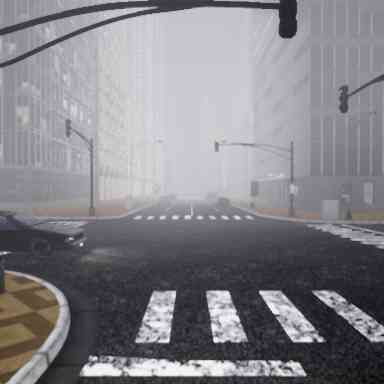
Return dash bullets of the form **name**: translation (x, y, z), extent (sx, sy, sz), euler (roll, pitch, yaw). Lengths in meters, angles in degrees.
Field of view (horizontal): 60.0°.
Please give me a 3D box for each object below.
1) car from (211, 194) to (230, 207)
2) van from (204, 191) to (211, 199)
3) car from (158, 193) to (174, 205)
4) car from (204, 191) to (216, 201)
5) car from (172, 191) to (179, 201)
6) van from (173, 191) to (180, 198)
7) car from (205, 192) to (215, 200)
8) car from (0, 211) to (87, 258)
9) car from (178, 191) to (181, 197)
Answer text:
- **car**: translation (3.961, 1.251, 43.359), extent (1.947, 1.339, 4.313), euler (0, 0, 0)
- **van**: translation (3.779, 0.702, 82.048), extent (1.690, 1.788, 3.998), euler (0, 0, 0)
- **car**: translation (-3.987, 1.223, 48.859), extent (1.802, 1.307, 4.206), euler (0, 0, 0)
- **car**: translation (3.836, 0.818, 65.466), extent (2.192, 1.841, 5.009), euler (0, 0, 0)
- **car**: translation (-4.044, 1.069, 65.441), extent (1.947, 1.339, 4.313), euler (0, 0, 0)
- **van**: translation (-4.120, 0.654, 87.549), extent (1.690, 1.788, 3.998), euler (0, 0, 0)
- **car**: translation (3.817, 0.896, 70.995), extent (1.967, 1.590, 4.097), euler (0, 0, 0)
- **car**: translation (-6.466, 1.369, 11.316), extent (5.357, 1.411, 2.033), euler (1, 0, -3)
- **car**: translation (-4.082, 0.848, 76.495), extent (1.967, 1.590, 4.097), euler (0, 0, 0)
